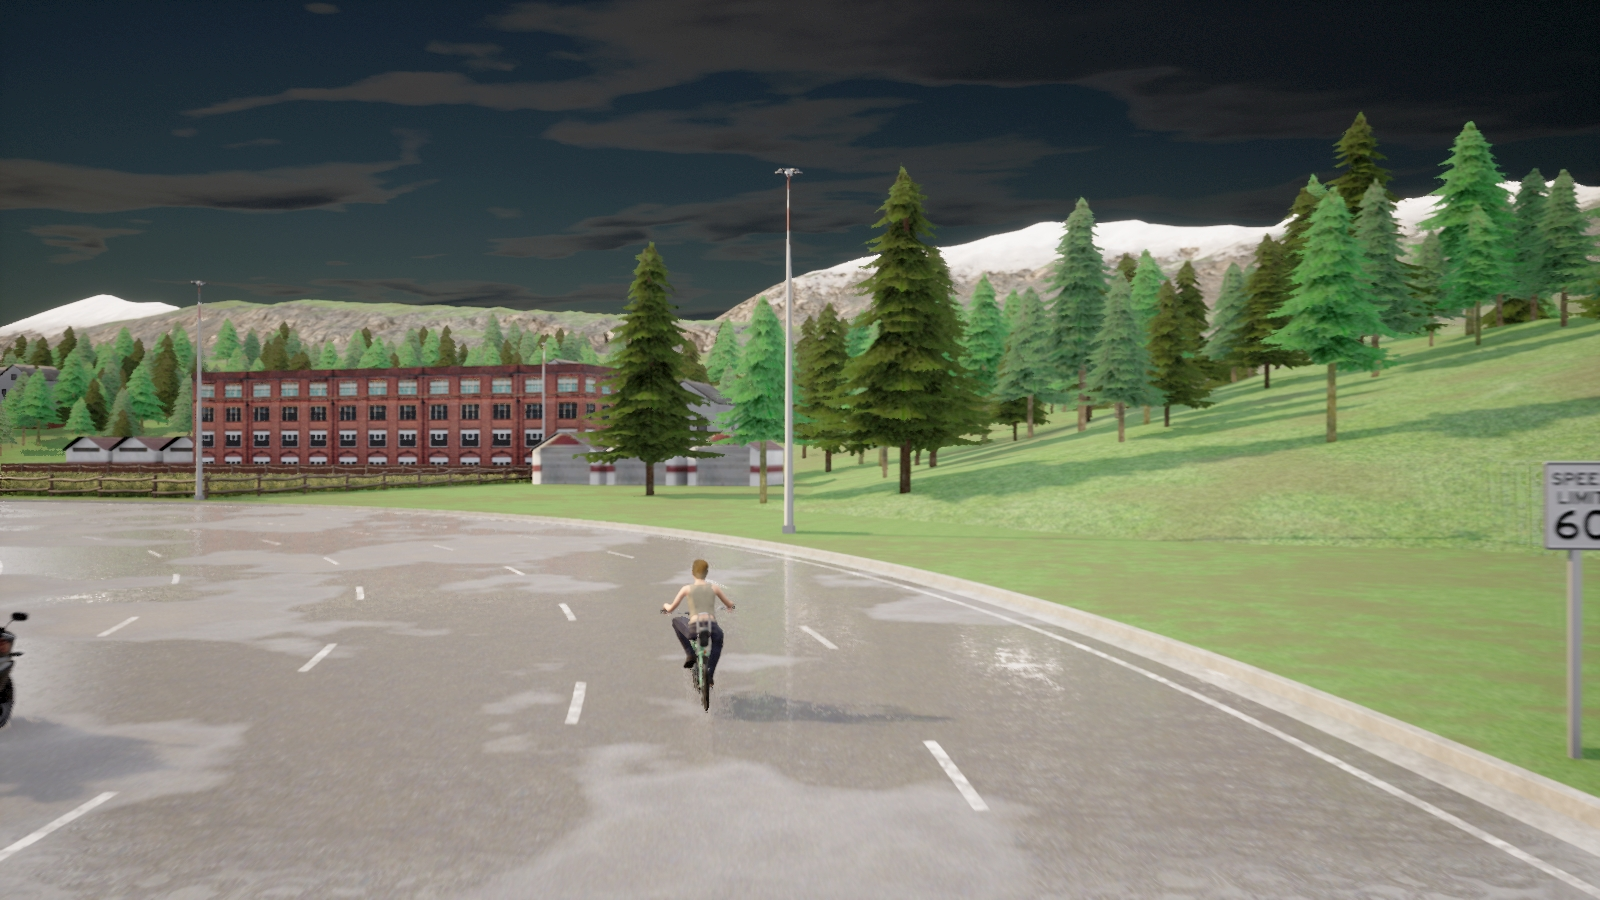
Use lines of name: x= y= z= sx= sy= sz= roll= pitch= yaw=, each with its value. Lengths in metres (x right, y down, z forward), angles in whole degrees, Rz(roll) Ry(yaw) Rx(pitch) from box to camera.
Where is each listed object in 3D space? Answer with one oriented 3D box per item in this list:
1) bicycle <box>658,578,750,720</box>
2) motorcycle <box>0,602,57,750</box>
bicycle: x=-1.093 y=2.163 z=12.718 sx=0.859 sy=1.276 sz=1.487 roll=-1 pitch=0 yaw=-10
motorcycle: x=-7.987 y=2.211 z=10.702 sx=0.867 sy=1.251 sz=2.209 roll=-1 pitch=0 yaw=-9
